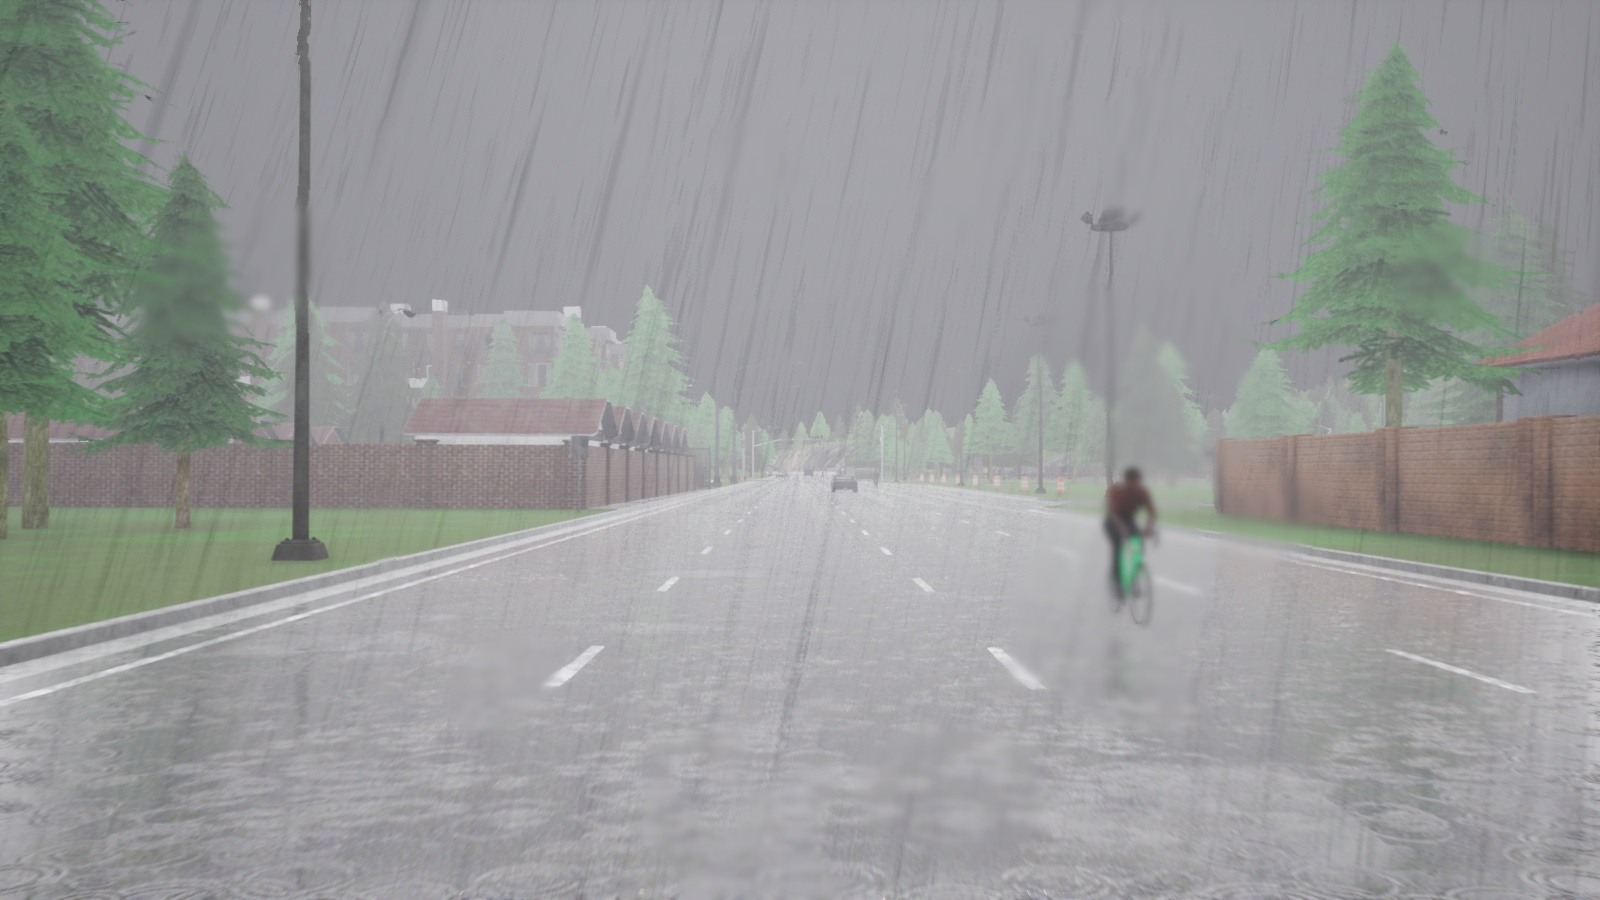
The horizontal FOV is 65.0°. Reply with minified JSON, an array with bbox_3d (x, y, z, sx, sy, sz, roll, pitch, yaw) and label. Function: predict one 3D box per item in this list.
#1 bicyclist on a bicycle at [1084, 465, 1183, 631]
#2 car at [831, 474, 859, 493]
[{"bbox_3d":[3.467,0.973,13.186,0.582,1.620,1.656,0,-1,0],"label":"bicyclist on a bicycle"},{"bbox_3d":[3.276,2.435,92.055,1.895,1.301,4.718,0,-1,0],"label":"car"}]
